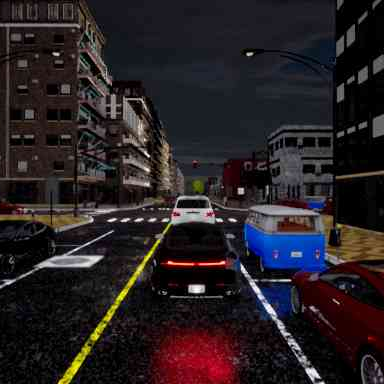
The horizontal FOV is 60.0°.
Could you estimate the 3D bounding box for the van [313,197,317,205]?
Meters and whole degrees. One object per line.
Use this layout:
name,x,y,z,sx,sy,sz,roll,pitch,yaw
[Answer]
van,14.820,1.426,39.542,3.998,1.788,1.690,0,0,0

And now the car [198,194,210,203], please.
car,2.550,1.376,71.651,2.192,1.841,5.009,0,0,0

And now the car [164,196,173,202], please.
car,-5.854,1.631,82.712,2.008,1.369,4.403,0,0,0

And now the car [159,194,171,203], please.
car,-5.831,1.375,71.634,2.192,1.841,5.009,0,0,0

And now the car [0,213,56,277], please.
car,-5.708,1.567,10.255,1.947,1.339,4.313,0,0,0

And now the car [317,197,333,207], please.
car,14.860,1.359,31.163,5.009,1.841,2.192,0,0,0

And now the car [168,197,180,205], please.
car,-3.194,1.643,59.045,1.895,1.301,4.718,0,0,0

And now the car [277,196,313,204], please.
car,10.312,1.536,36.928,5.008,1.535,1.882,0,0,0

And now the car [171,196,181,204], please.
car,-3.151,1.580,68.101,1.812,1.442,4.674,0,0,0

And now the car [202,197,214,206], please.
car,2.582,1.562,55.203,1.752,1.417,4.829,0,0,0

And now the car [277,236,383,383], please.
car,2.651,1.582,4.557,1.802,1.307,4.206,0,0,0

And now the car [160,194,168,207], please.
car,-3.200,1.382,50.102,2.097,1.767,4.553,0,0,0

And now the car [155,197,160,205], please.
car,-5.809,1.569,60.385,1.752,1.417,4.829,0,0,0

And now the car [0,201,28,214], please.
car,-17.528,1.535,31.018,4.206,1.307,1.802,0,0,0

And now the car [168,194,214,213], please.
car,0.052,1.225,18.429,2.150,2.045,5.566,0,0,0

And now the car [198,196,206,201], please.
car,2.516,1.643,88.268,2.008,1.369,4.403,0,0,0

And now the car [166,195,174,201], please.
car,-5.864,1.617,88.081,1.752,1.417,4.829,0,0,0

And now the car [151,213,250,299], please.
car,0.081,1.506,8.429,1.837,1.490,4.892,0,0,0

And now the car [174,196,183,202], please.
car,-3.157,1.624,78.117,1.994,1.385,4.181,0,0,0

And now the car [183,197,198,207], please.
car,-0.184,1.581,52.330,2.033,1.411,5.357,0,0,3

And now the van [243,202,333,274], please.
van,2.640,1.343,10.247,1.690,1.788,3.998,0,0,0

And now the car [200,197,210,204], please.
car,2.560,1.634,66.112,1.802,1.307,4.206,0,0,0
